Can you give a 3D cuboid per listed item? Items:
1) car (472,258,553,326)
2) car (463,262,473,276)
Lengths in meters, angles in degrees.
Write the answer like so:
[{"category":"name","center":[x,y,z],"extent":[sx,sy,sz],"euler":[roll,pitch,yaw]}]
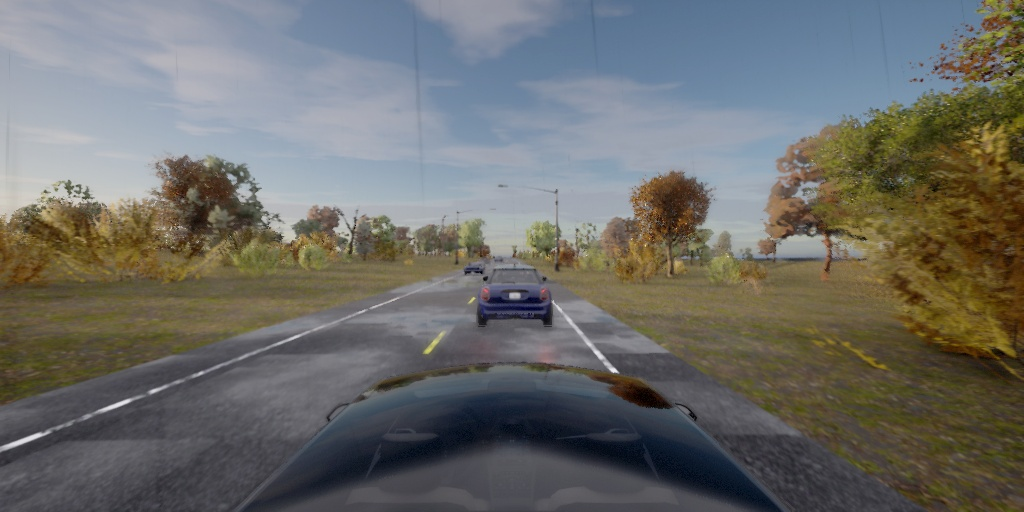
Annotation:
[{"category":"car","center":[0.083,1.065,11.618],"extent":[2.097,1.767,4.553],"euler":[0,0,0]},{"category":"car","center":[-3.610,1.233,35.265],"extent":[1.895,1.301,4.718],"euler":[0,0,0]}]
